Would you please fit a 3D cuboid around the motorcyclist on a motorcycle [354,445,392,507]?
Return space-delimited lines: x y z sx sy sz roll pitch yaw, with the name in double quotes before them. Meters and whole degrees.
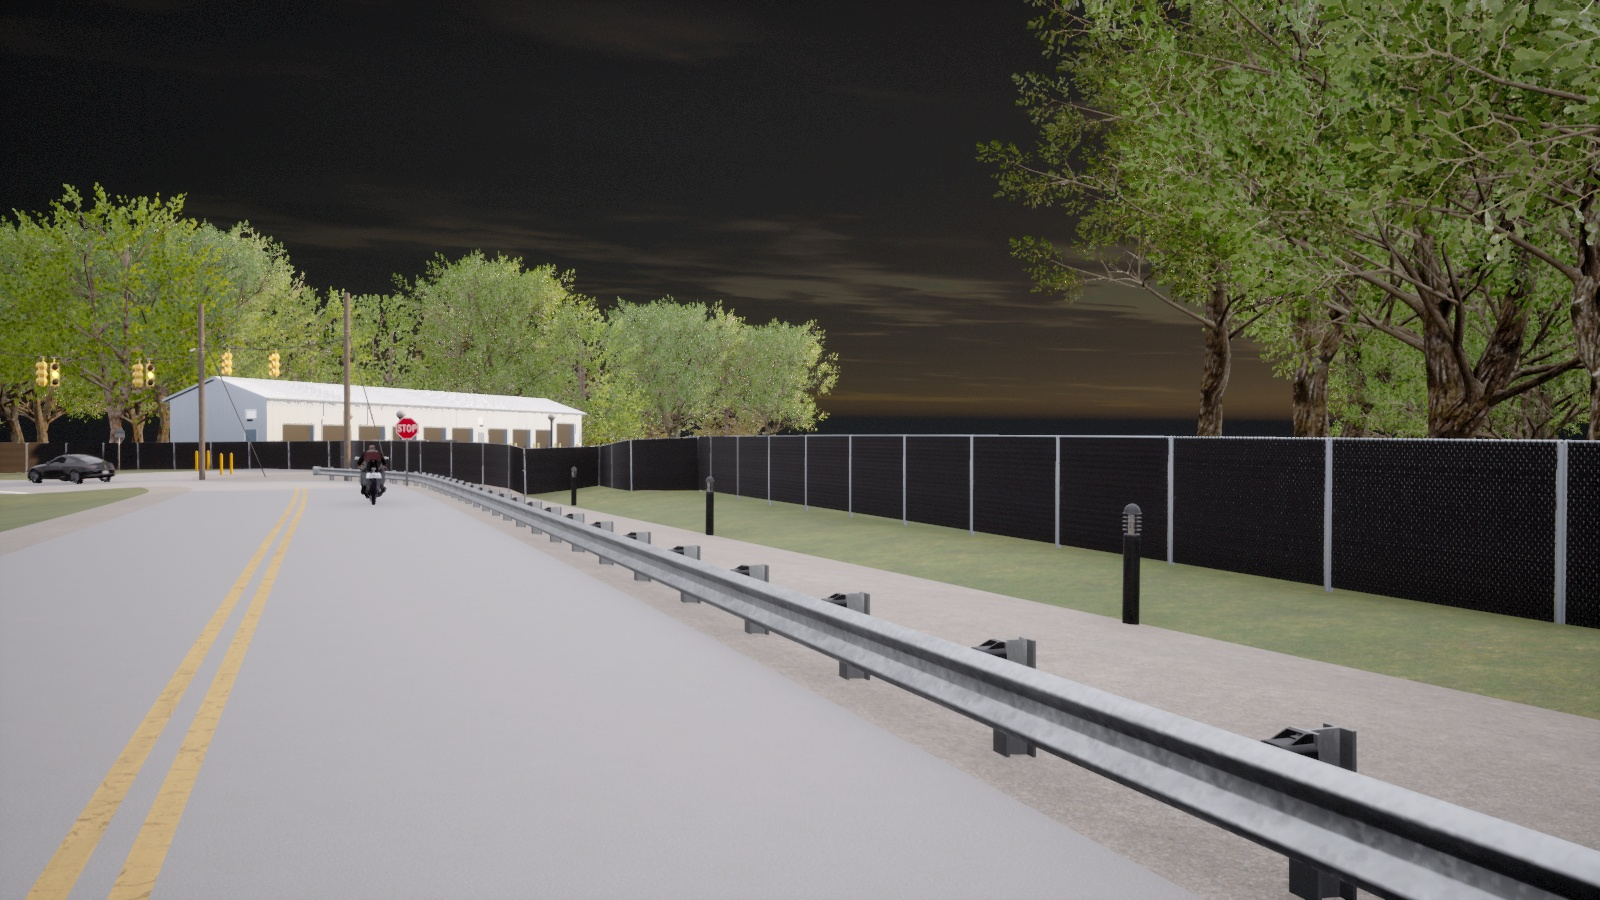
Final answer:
"motorcyclist on a motorcycle" -10.948 0.634 32.143 0.866 1.530 2.191 0 0 -20

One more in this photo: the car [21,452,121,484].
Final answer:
"car" -36.797 0.888 63.418 4.674 1.442 1.812 0 2 21
